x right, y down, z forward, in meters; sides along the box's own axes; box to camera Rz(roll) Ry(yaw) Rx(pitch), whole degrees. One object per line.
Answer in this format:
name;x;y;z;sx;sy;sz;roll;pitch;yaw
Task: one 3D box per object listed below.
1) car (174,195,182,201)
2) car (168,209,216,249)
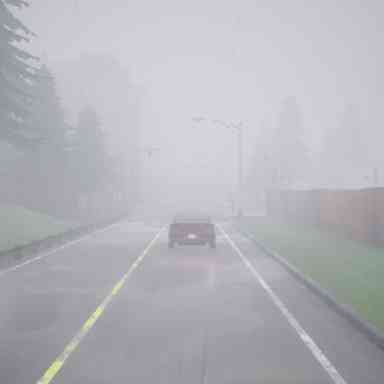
car;-3.500;1.470;82.805;1.882;1.535;5.008;0;0;0
car;0.000;1.483;14.650;1.882;1.535;5.008;0;0;0
